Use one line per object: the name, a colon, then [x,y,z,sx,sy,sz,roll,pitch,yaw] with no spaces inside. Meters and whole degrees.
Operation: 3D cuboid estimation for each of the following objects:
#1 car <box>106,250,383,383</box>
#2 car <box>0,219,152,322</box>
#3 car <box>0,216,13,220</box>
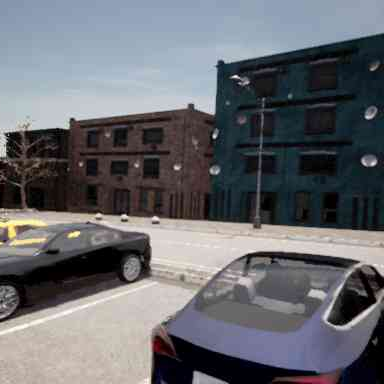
car: [1.510,1.509,4.355,2.163,1.488,4.792,0,0,35]
car: [-3.071,1.482,7.591,2.097,1.535,5.008,0,0,35]
car: [-5.462,1.483,9.060,1.946,1.575,5.366,0,0,35]
